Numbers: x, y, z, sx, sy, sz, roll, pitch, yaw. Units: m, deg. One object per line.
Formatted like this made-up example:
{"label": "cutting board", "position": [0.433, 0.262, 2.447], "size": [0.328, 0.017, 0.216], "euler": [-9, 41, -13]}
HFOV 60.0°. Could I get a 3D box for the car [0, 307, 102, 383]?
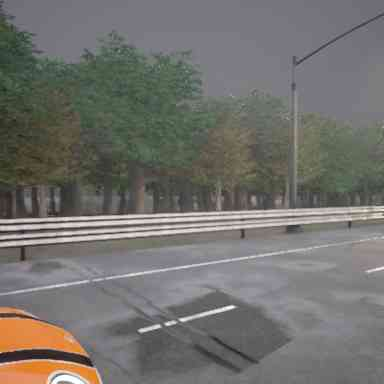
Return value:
{"label": "car", "position": [-2.761, 1.342, 1.778], "size": [4.553, 1.767, 2.097], "euler": [1, 0, -35]}
